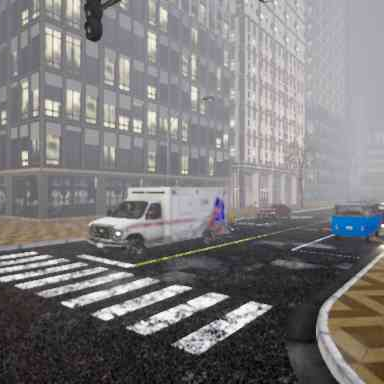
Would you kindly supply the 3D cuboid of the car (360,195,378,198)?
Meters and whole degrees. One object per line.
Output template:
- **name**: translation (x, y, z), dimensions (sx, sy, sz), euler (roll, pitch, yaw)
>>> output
- **car**: translation (30.926, 1.370, 58.463), dimensions (2.192, 1.841, 5.009), euler (0, 0, 38)

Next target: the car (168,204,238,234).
- **car**: translation (0.800, 1.528, 20.081), dimensions (1.752, 1.417, 4.829), euler (0, 0, 38)

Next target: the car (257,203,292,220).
- **car**: translation (6.960, 1.592, 27.762), dimensions (1.802, 1.307, 4.206), euler (0, 0, 38)

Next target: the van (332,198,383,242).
- **van**: translation (8.165, 1.364, 16.317), dimensions (1.690, 1.788, 3.998), euler (0, 0, 38)

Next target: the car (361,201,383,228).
- **car**: translation (13.172, 1.469, 22.912), dimensions (1.967, 1.590, 4.097), euler (0, 0, 38)

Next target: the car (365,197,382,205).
- **car**: translation (34.349, 1.614, 62.848), dimensions (2.008, 1.369, 4.403), euler (0, 0, 38)

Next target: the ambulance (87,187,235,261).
- **ambulance**: translation (-1.038, 1.036, 13.351), dimensions (2.351, 2.431, 6.366), euler (0, 0, 38)
